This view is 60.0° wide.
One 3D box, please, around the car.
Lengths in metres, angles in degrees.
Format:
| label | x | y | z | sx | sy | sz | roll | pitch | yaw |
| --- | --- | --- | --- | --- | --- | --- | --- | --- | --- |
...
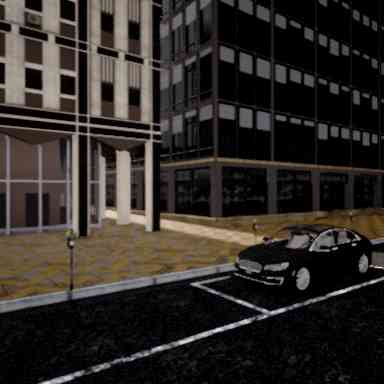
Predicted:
| label | x | y | z | sx | sy | sz | roll | pitch | yaw |
| --- | --- | --- | --- | --- | --- | --- | --- | --- | --- |
| car | 3.057 | 1.551 | 8.738 | 4.403 | 1.369 | 2.008 | 0 | 0 | -35 |
